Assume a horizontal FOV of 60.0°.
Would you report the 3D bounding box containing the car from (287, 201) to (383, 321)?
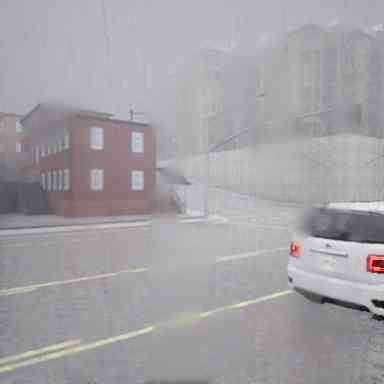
[{"bbox_3d":[4.381,1.206,6.902,5.566,2.045,2.150,0,0,-35],"label":"car"}]
